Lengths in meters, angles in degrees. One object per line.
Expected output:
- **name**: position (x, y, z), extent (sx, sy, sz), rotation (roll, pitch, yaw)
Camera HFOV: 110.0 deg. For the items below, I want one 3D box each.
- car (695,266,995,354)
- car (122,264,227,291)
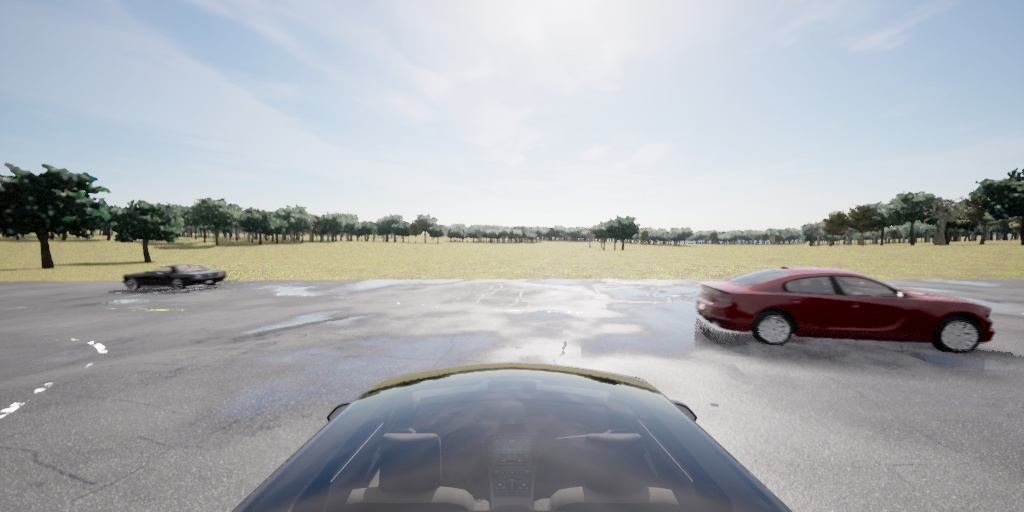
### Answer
- **car**: position (6.741, 0.994, 7.706), extent (5.008, 1.535, 1.882), rotation (0, 3, 10)
- **car**: position (-18.109, 1.103, 19.250), extent (4.718, 1.301, 1.895), rotation (-1, 3, 10)
